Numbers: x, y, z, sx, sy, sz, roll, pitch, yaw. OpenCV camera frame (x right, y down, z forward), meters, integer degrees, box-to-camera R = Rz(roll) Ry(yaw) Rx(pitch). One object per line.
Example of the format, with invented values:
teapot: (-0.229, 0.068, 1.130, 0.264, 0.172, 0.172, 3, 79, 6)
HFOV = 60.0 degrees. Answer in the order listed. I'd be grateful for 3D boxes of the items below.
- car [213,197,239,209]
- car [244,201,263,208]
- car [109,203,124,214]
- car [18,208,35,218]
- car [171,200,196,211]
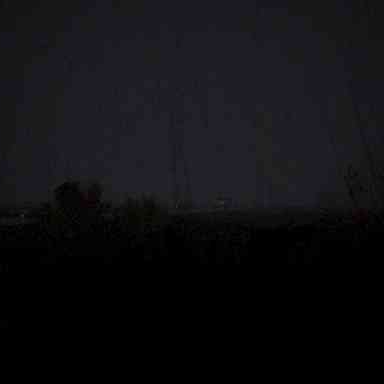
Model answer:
car: (5.682, 1.822, 55.311, 2.150, 2.045, 5.566, -1, -1, 38)
car: (11.896, 2.320, 64.021, 1.895, 1.301, 4.718, -1, -1, 36)
car: (-8.372, 2.011, 42.023, 2.033, 1.411, 5.357, -1, -1, 37)
car: (-14.462, 1.897, 33.579, 2.033, 1.411, 5.357, -1, -1, 36)
car: (-1.304, 2.100, 51.824, 1.837, 1.490, 4.892, -1, -1, 36)
